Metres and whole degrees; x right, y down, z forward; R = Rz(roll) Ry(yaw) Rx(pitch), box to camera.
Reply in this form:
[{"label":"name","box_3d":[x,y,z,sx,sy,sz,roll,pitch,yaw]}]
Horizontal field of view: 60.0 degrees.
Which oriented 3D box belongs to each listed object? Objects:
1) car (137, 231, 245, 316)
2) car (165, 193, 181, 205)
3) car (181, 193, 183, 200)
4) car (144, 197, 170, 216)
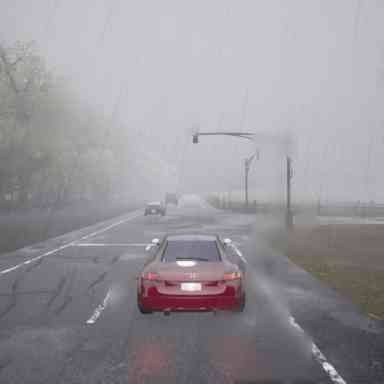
[{"label":"car","box_3d":[-0.010,1.566,7.611,1.994,1.385,4.181,0,0,0]},{"label":"car","box_3d":[-3.499,1.227,57.909,2.150,2.045,5.566,0,0,0]},{"label":"car","box_3d":[-3.655,1.226,89.979,2.150,2.045,5.566,0,0,0]},{"label":"car","box_3d":[-3.464,1.533,32.154,1.812,1.442,4.674,0,0,0]}]
